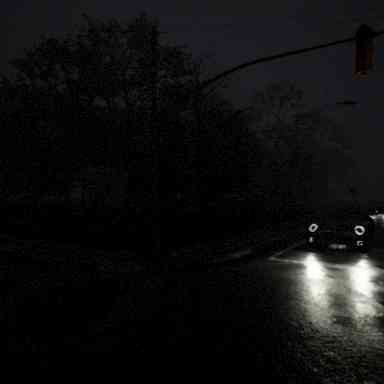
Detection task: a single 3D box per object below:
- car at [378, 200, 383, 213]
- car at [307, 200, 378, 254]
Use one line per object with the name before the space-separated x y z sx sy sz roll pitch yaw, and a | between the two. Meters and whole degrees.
car | 19.343 1.520 34.512 2.033 1.411 5.357 0 0 32
car | 6.259 1.351 13.770 2.097 1.767 4.553 0 0 32
